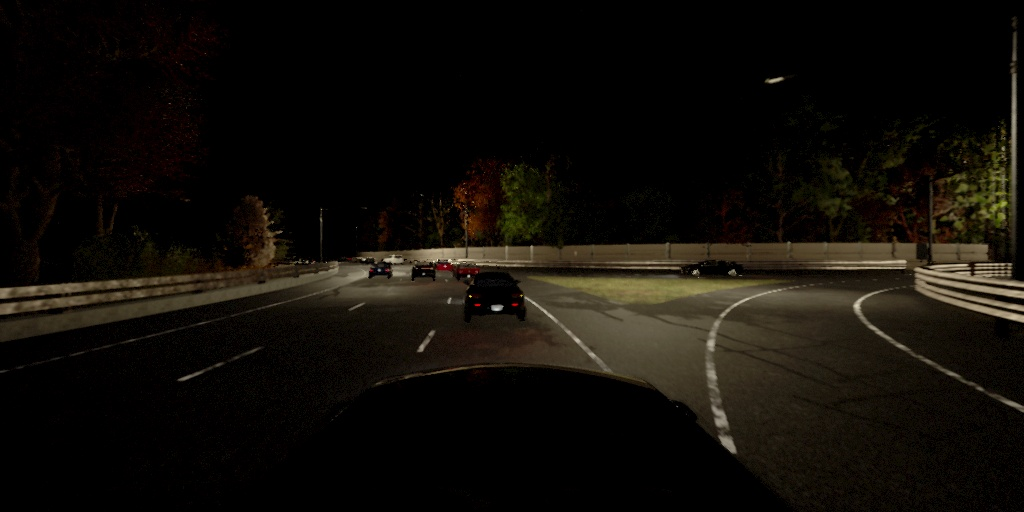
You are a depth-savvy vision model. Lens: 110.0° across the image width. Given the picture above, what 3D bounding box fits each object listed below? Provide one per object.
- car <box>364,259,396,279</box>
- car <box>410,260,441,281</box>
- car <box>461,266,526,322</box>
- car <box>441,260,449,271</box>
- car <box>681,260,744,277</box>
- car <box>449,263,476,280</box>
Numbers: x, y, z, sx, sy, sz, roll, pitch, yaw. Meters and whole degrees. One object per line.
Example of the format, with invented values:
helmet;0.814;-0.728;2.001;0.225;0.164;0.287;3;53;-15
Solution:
car;-11.734;1.227;32.131;2.033;1.411;5.357;0;0;-17
car;-7.352;1.165;29.743;2.128;1.511;4.902;0;0;-15
car;-0.653;1.240;12.104;1.812;1.442;4.674;0;0;-6
car;-8.617;1.190;44.005;1.994;1.385;4.181;0;0;-22
car;17.622;1.090;31.708;4.892;1.490;1.837;0;0;12
car;-3.884;1.261;30.017;1.895;1.301;4.718;0;0;-14
